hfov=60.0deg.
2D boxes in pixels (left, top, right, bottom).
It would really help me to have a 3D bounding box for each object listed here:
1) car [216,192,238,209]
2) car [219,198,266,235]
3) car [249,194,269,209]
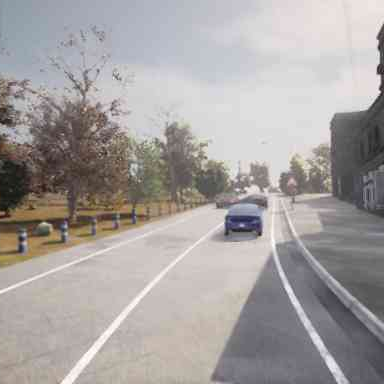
[{"bbox_3d":[3.971,0.863,37.047,2.097,1.767,4.553,-1,1,14],"label":"car"},{"bbox_3d":[2.916,1.385,18.290,1.882,1.535,5.008,-1,1,13],"label":"car"},{"bbox_3d":[7.267,0.957,36.151,1.837,1.490,4.892,-1,2,14],"label":"car"}]
